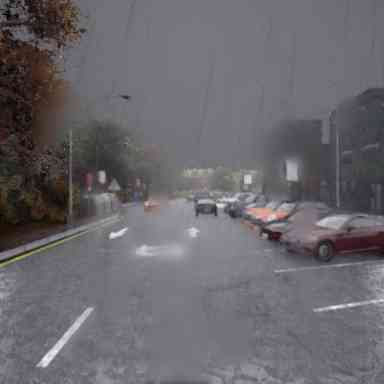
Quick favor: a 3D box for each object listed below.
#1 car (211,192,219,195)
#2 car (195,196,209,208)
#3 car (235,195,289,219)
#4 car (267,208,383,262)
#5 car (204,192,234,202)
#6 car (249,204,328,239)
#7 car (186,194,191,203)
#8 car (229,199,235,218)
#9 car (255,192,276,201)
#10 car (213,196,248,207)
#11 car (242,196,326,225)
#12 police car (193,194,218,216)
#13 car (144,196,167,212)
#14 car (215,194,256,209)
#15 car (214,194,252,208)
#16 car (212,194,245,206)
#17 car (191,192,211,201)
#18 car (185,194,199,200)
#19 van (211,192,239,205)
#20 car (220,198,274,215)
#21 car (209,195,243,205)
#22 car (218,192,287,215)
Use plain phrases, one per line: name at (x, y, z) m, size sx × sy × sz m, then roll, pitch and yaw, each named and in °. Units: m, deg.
car at (5.425, 1.105, 35.732) m, size 5.566 × 2.045 × 2.435 m, roll 1°, pitch 0°, yaw -20°
car at (1.336, 1.332, 46.460) m, size 1.882 × 1.535 × 5.008 m, roll 0°, pitch 0°, yaw 0°
car at (5.399, 1.273, 20.741) m, size 4.553 × 1.767 × 2.185 m, roll 1°, pitch 0°, yaw -20°
car at (5.331, 1.473, 11.729) m, size 4.674 × 1.452 × 2.002 m, roll 1°, pitch 1°, yaw -20°
car at (5.588, 1.071, 68.804) m, size 5.566 × 2.045 × 2.435 m, roll 1°, pitch 0°, yaw -20°
car at (5.312, 1.450, 14.720) m, size 4.792 × 1.488 × 2.163 m, roll 1°, pitch 1°, yaw -20°
car at (0.186, 1.369, 66.942) m, size 1.812 × 1.442 × 4.674 m, roll 0°, pitch 0°, yaw 0°
car at (5.378, 1.428, 23.738) m, size 4.674 × 1.452 × 2.002 m, roll 1°, pitch 0°, yaw -20°
car at (18.596, 1.071, 84.762) m, size 2.435 × 2.045 × 5.566 m, roll 0°, pitch 1°, yaw -21°
car at (5.511, 1.379, 47.756) m, size 4.674 × 1.452 × 2.002 m, roll 1°, pitch 0°, yaw -20°
car at (5.385, 1.284, 17.740) m, size 4.553 × 1.767 × 2.185 m, roll 1°, pitch 0°, yaw -20°
police car at (1.262, 1.308, 30.568) m, size 1.930 × 1.638 × 5.238 m, roll 0°, pitch 0°, yaw 0°
car at (-3.962, 1.221, 36.483) m, size 2.097 × 1.767 × 4.553 m, roll 0°, pitch 0°, yaw 0°
car at (5.449, 1.220, 41.746) m, size 4.553 × 1.767 × 2.185 m, roll 1°, pitch 0°, yaw -20°
car at (5.464, 1.216, 44.747) m, size 4.553 × 1.767 × 2.185 m, roll 1°, pitch 0°, yaw -20°
car at (5.557, 1.211, 50.764) m, size 4.553 × 1.767 × 2.185 m, roll 1°, pitch 0°, yaw -20°
car at (1.310, 1.087, 40.489) m, size 2.150 × 2.045 × 5.566 m, roll 0°, pitch 0°, yaw 0°
car at (0.055, 1.207, 81.822) m, size 2.033 × 1.411 × 5.357 m, roll 0°, pitch 0°, yaw 19°
van at (5.656, 1.107, 56.812) m, size 4.442 × 1.987 × 1.878 m, roll 1°, pitch 0°, yaw -20°
car at (5.402, 1.393, 32.731) m, size 4.792 × 1.488 × 2.163 m, roll 1°, pitch 0°, yaw -20°
car at (5.527, 1.333, 53.767) m, size 5.008 × 1.535 × 2.097 m, roll 1°, pitch 0°, yaw -20°
car at (5.387, 1.128, 26.715) m, size 5.566 × 2.045 × 2.435 m, roll 1°, pitch 1°, yaw -20°
